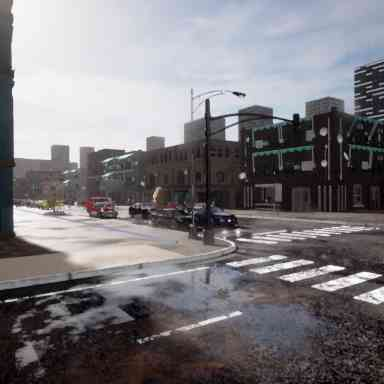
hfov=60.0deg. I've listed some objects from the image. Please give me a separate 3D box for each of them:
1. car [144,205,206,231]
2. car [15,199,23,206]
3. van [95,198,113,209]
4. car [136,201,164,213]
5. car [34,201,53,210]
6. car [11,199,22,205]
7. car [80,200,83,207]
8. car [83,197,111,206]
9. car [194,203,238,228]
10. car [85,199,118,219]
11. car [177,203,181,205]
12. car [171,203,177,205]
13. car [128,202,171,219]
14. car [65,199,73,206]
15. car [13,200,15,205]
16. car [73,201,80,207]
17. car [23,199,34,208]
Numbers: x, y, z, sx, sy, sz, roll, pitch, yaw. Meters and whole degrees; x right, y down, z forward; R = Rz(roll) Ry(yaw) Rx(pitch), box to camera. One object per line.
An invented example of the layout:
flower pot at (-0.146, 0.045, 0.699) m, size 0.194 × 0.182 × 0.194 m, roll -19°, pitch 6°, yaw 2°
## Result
car at (-1.305, 1.815, 23.130) m, size 1.947 × 1.339 × 4.313 m, roll -1°, pitch 0°, yaw -35°
car at (-38.053, 2.380, 75.154) m, size 1.967 × 1.590 × 4.097 m, roll -1°, pitch 0°, yaw -35°
van at (-15.211, 1.907, 57.428) m, size 1.690 × 1.788 × 3.998 m, roll -1°, pitch 0°, yaw -35°
car at (-5.599, 1.966, 43.884) m, size 1.802 × 1.307 × 4.206 m, roll -2°, pitch 0°, yaw -35°
car at (-25.145, 2.233, 56.956) m, size 1.752 × 1.417 × 4.829 m, roll -1°, pitch 0°, yaw -35°
car at (-44.454, 2.598, 84.184) m, size 1.887 × 1.381 × 4.507 m, roll -1°, pitch 0°, yaw -35°
car at (-18.414, 1.940, 61.943) m, size 2.192 × 1.841 × 5.009 m, roll -1°, pitch 0°, yaw -35°
car at (-11.701, 1.691, 42.515) m, size 2.150 × 2.045 × 5.566 m, roll -1°, pitch 0°, yaw -35°
car at (1.366, 1.776, 24.066) m, size 1.994 × 1.385 × 4.181 m, roll -1°, pitch 0°, yaw -35°
car at (-9.236, 1.847, 34.519) m, size 1.967 × 1.590 × 4.097 m, roll -1°, pitch 0°, yaw -35°
car at (0.803, 1.810, 34.854) m, size 2.008 × 1.369 × 4.403 m, roll -2°, pitch 0°, yaw -35°
car at (-2.398, 1.904, 39.369) m, size 1.802 × 1.307 × 4.206 m, roll -2°, pitch 0°, yaw -35°
car at (-4.522, 1.821, 32.367) m, size 2.128 × 1.511 × 4.902 m, roll -1°, pitch 0°, yaw -35°
car at (-28.014, 2.364, 75.489) m, size 1.947 × 1.339 × 4.313 m, roll -1°, pitch 0°, yaw -35°
car at (-41.252, 2.548, 79.670) m, size 2.008 × 1.369 × 4.403 m, roll -1°, pitch 0°, yaw -35°
car at (-21.610, 2.228, 66.458) m, size 1.887 × 1.381 × 4.507 m, roll -1°, pitch 0°, yaw -35°
car at (-31.647, 2.376, 66.125) m, size 2.008 × 1.369 × 4.403 m, roll -1°, pitch 0°, yaw -35°
